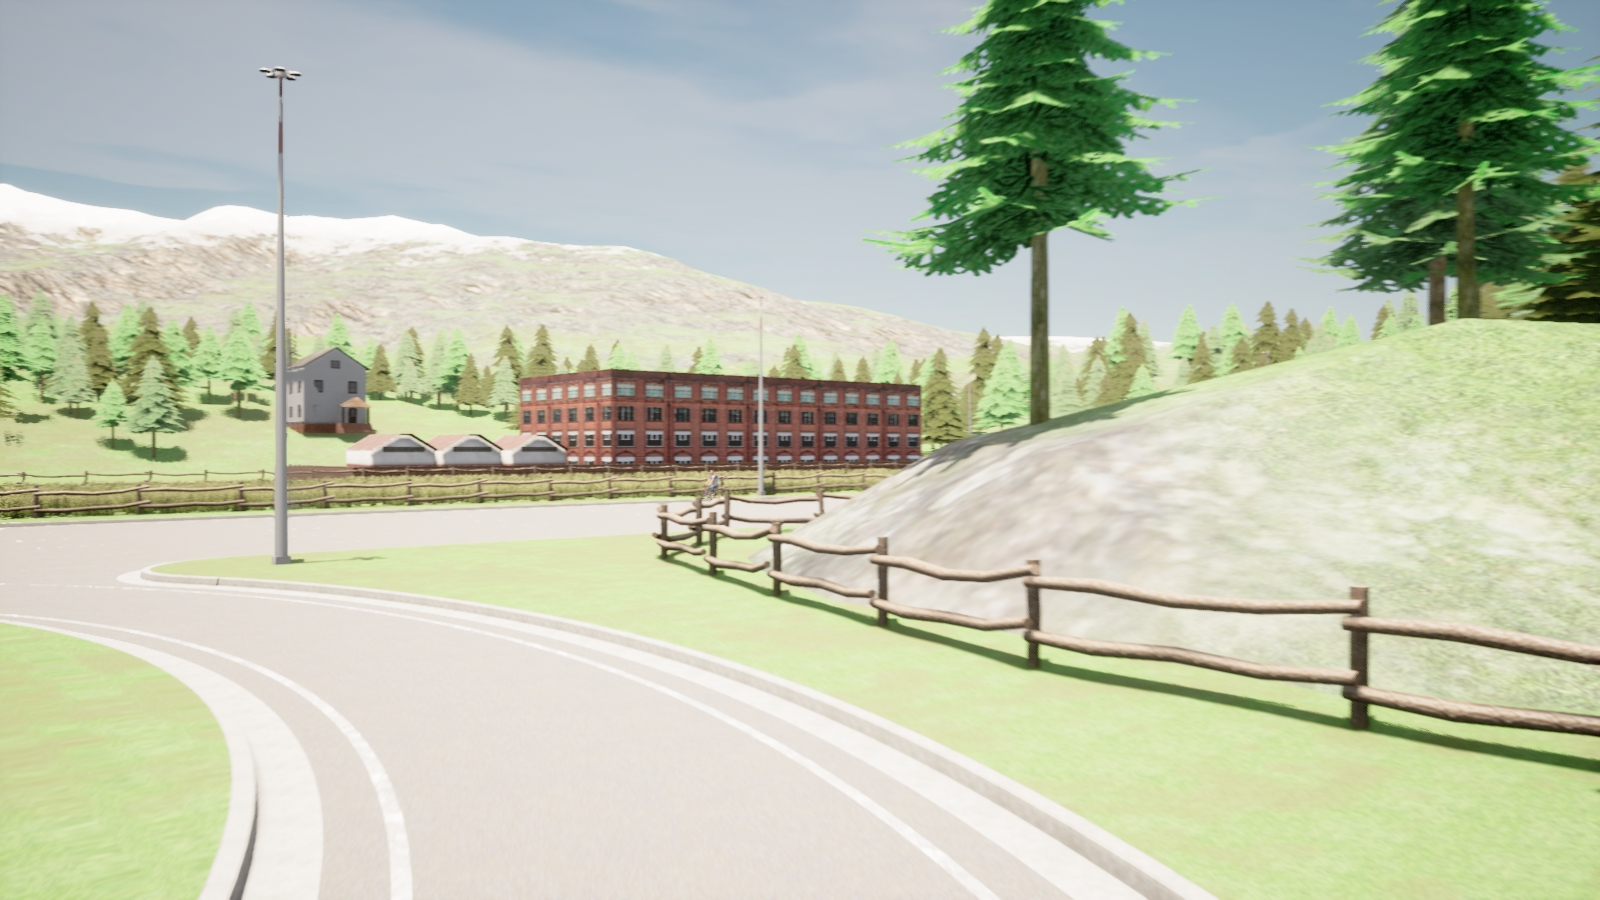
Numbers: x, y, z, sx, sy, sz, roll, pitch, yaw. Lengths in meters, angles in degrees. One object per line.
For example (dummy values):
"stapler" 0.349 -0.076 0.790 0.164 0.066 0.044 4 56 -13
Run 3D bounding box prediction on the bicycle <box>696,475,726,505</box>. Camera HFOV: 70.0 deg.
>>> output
"bicycle" -4.601 2.062 58.965 1.643 1.496 0.373 0 0 -40
